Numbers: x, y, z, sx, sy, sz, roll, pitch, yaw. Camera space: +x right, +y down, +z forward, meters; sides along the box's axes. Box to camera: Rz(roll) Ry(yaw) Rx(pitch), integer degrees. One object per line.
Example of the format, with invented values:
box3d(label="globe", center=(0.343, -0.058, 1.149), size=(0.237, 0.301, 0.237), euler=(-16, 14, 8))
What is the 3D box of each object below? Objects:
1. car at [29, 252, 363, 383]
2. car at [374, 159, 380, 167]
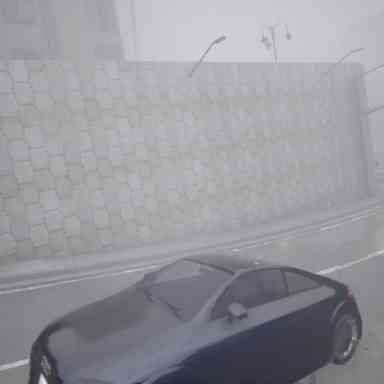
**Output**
box3d(label="car", center=(0.271, 1.541, 4.180), size=(4.181, 1.385, 1.994), euler=(-1, 1, -35))
box3d(label="car", center=(17.309, -3.050, 35.490), size=(1.837, 1.490, 4.892), euler=(-15, 8, -34))
